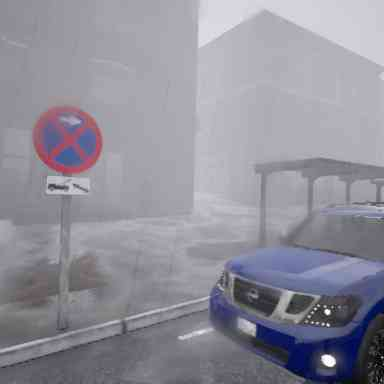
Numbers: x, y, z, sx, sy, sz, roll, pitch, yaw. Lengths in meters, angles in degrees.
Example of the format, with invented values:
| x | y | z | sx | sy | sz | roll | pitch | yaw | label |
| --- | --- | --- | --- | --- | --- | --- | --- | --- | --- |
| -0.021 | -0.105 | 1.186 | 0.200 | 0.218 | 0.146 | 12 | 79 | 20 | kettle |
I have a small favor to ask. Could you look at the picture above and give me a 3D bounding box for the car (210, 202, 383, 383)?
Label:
| x | y | z | sx | sy | sz | roll | pitch | yaw | label |
| --- | --- | --- | --- | --- | --- | --- | --- | --- | --- |
| 2.933 | 1.220 | 5.444 | 5.566 | 2.045 | 2.150 | 0 | 0 | -34 | car |
